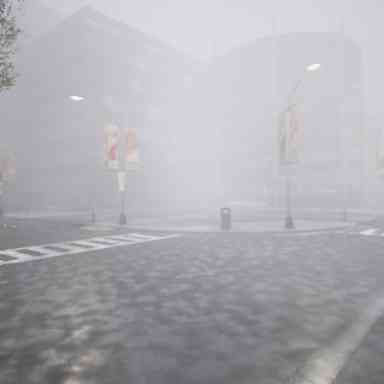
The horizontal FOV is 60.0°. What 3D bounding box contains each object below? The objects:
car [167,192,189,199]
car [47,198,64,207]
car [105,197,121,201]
[{"bbox_3d":[-3.321,0.979,77.971,5.566,2.045,2.435,-1,0,40],"label":"car"},{"bbox_3d":[-22.393,1.676,54.689,4.786,1.482,2.161,-1,0,40],"label":"car"},{"bbox_3d":[-10.415,1.411,49.976,4.674,1.452,2.002,-1,0,40],"label":"car"}]
